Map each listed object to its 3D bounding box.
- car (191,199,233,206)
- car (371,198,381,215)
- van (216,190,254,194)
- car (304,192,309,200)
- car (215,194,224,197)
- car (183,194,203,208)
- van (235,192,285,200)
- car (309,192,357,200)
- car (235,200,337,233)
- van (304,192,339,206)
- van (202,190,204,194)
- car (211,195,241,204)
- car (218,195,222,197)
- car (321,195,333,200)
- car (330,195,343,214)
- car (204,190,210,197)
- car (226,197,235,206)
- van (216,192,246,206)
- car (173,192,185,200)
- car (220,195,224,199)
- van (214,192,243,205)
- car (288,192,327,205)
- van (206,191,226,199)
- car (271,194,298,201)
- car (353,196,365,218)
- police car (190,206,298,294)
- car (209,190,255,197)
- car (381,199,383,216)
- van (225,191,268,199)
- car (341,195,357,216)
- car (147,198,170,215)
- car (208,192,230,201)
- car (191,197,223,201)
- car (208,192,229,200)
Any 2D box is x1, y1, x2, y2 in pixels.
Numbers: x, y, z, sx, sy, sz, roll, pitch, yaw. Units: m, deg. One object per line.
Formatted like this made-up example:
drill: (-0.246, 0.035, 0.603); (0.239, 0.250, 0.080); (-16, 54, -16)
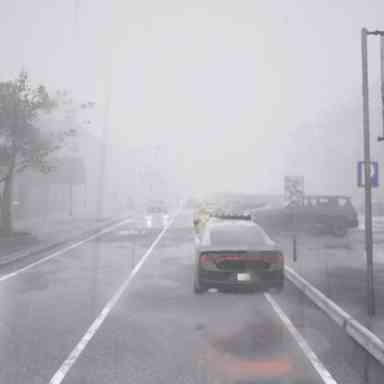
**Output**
car: (1.011, 1.411, 19.007); (1.801, 1.575, 5.366); (0, 0, 0)
car: (18.849, 1.419, 29.469); (4.892, 1.521, 2.231); (0, 0, 0)
van: (5.901, 1.098, 45.546); (4.442, 1.987, 1.878); (0, 0, 0)
car: (18.893, 1.068, 46.128); (5.566, 2.045, 2.435); (0, 1, 0)
car: (5.789, 1.348, 42.741); (4.892, 1.521, 2.231); (0, 0, 0)
car: (0.099, 1.364, 45.245); (2.033, 1.411, 5.357); (0, 0, 0)
van: (5.890, 1.200, 25.914); (4.442, 1.987, 1.878); (0, 0, 0)
car: (18.834, 1.091, 43.352); (5.566, 2.045, 2.435); (0, 0, 0)
car: (5.585, 1.437, 20.308); (5.366, 1.575, 1.946); (0, 0, 0)
van: (18.983, 1.065, 48.905); (4.442, 1.987, 1.878); (0, 1, 0)
van: (5.692, 0.635, 90.395); (4.442, 1.987, 1.878); (0, 1, 0)
car: (5.784, 1.209, 56.760); (4.892, 1.521, 2.231); (0, 1, 0)
car: (5.779, 1.409, 39.938); (4.674, 1.452, 2.002); (0, 0, 0)
car: (18.890, 1.394, 40.579); (4.792, 1.488, 2.163); (0, 0, 0)
car: (18.830, 1.415, 37.796); (4.792, 1.488, 2.163); (0, 0, 0)
car: (5.767, 0.870, 65.166); (5.566, 2.045, 2.435); (0, 1, 0)
car: (5.770, 1.419, 28.718); (5.008, 1.535, 2.097); (0, 0, 0)
van: (5.904, 1.041, 51.151); (4.442, 1.987, 1.878); (0, 1, 0)
car: (-3.110, 1.153, 73.297); (1.895, 1.301, 4.718); (0, 1, 0)
car: (5.809, 1.417, 37.130); (4.792, 1.488, 2.163); (0, 0, 0)
van: (5.906, 1.012, 53.954); (4.442, 1.987, 1.878); (0, 1, 0)
car: (18.898, 0.982, 54.455); (5.566, 2.045, 2.435); (0, 1, 0)
van: (5.686, 0.751, 79.182); (4.442, 1.987, 1.878); (0, 1, 0)
car: (18.882, 1.091, 68.336); (4.892, 1.521, 2.231); (0, 1, 0)
car: (18.851, 1.409, 32.247); (5.008, 1.535, 2.097); (0, 0, 0)
police car: (0.992, 1.409, 8.914); (1.930, 1.638, 5.238); (0, 0, 0)
car: (5.758, 1.044, 48.347); (5.566, 2.045, 2.435); (0, 1, 0)
car: (18.825, 1.174, 26.694); (5.566, 2.045, 2.435); (0, 0, 0)
van: (5.660, 1.185, 31.525); (4.442, 1.987, 1.878); (0, 0, 0)
car: (19.043, 1.394, 35.024); (5.366, 1.575, 1.946); (0, 0, 0)
car: (-3.285, 1.399, 32.910); (1.837, 1.490, 4.892); (0, 0, 0)
car: (5.767, 0.938, 70.774); (4.553, 1.767, 2.185); (0, 1, 0)
car: (1.023, 1.388, 25.015); (1.801, 1.575, 5.366); (0, 0, 0)
car: (5.768, 0.909, 73.577); (4.553, 1.767, 2.185); (0, 1, 0)
